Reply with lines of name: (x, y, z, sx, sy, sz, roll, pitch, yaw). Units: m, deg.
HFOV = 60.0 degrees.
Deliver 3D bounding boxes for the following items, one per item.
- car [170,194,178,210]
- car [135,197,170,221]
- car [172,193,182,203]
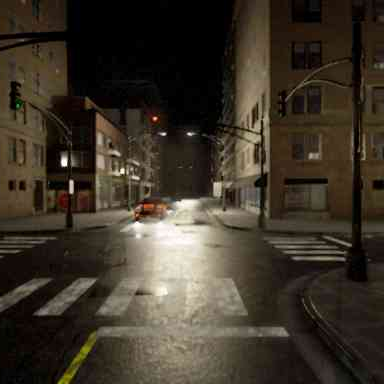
car: (-3.095, 1.329, 38.870, 2.033, 1.411, 5.357, 0, 0, 0)
car: (-3.097, 1.212, 25.781, 2.097, 1.767, 4.553, 0, 0, 0)
car: (-3.010, 1.001, 60.929, 2.097, 1.767, 4.553, 0, 1, 0)
